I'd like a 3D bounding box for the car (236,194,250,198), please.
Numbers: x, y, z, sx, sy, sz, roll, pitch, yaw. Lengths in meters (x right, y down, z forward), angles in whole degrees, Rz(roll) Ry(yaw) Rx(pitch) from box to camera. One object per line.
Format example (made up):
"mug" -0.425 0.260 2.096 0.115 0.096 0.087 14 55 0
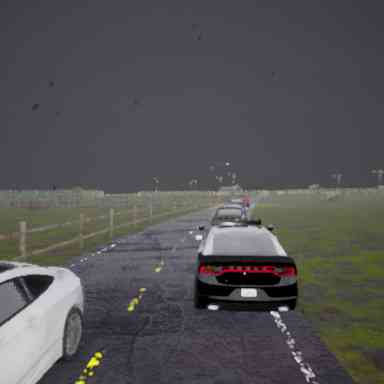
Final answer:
"car" 7.719 1.317 51.211 2.150 2.045 5.566 0 0 12

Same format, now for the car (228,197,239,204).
"car" 8.662 1.724 69.224 1.895 1.301 4.718 0 0 12

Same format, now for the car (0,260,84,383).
"car" -2.538 1.535 3.253 1.812 1.442 4.674 0 0 2

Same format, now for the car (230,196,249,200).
"car" 5.630 1.558 41.103 1.882 1.535 5.008 0 0 12

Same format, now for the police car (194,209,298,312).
"police car" 1.092 1.446 8.008 1.930 1.638 5.238 0 0 4

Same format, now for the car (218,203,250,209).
"car" 2.037 1.546 17.700 1.837 1.490 4.892 0 0 8

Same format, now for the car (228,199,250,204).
"car" 2.930 1.529 23.541 1.882 1.535 5.008 0 0 10
